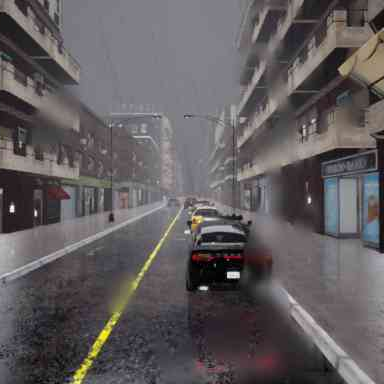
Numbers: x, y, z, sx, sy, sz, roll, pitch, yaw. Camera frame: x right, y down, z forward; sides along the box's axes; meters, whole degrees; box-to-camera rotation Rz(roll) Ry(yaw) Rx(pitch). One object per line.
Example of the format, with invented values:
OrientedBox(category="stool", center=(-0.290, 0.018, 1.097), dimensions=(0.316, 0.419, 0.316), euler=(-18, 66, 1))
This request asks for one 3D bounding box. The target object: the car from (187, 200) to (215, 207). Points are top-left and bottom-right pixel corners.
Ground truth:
OrientedBox(category="car", center=(0.795, 1.494, 19.221), dimensions=(1.801, 1.575, 5.366), euler=(0, 0, 0))

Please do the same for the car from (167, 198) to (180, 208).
OrientedBox(category="car", center=(-2.834, 1.693, 51.503), dimensions=(1.812, 1.442, 4.674), euler=(0, 0, 0))

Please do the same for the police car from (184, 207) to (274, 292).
OrientedBox(category="police car", center=(0.812, 1.437, 9.138), dimensions=(1.930, 1.638, 5.238), euler=(0, 0, 0))

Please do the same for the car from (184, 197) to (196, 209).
OrientedBox(category="car", center=(-0.050, 1.504, 47.599), dimensions=(2.097, 1.767, 4.553), euler=(0, 0, 0))

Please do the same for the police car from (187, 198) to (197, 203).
OrientedBox(category="police car", center=(0.785, 1.485, 25.141), dimensions=(1.930, 1.638, 5.238), euler=(0, 0, 0))
